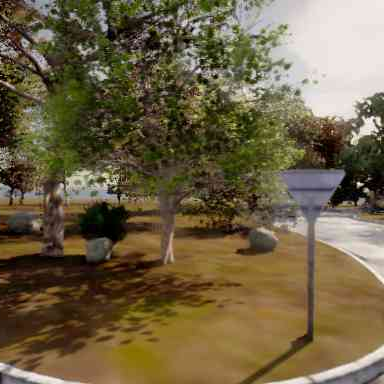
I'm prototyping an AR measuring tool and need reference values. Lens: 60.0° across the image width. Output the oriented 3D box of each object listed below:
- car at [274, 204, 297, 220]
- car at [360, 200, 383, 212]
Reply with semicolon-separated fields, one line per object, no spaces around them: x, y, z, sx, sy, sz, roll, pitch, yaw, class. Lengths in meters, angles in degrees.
7.358;1.548;27.373;1.895;1.301;4.718;0;0;10;car
22.610;1.665;39.784;4.674;1.442;1.812;2;0;-4;car
